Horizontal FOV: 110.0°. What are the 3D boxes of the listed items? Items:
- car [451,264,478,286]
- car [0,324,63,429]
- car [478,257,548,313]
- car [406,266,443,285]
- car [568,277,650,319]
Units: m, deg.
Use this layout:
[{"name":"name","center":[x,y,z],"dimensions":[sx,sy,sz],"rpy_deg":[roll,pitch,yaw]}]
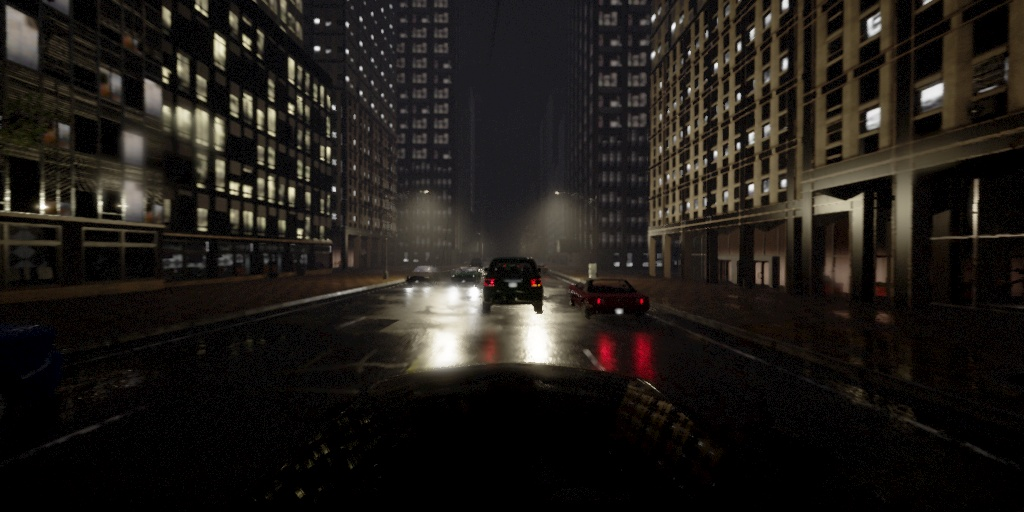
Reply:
[{"name":"car","center":[-3.454,1.513,27.640],"dimensions":[1.895,1.301,4.718],"rpy_deg":[0,0,0]},{"name":"car","center":[-6.566,1.217,2.300],"dimensions":[1.882,1.535,5.008],"rpy_deg":[0,0,1]},{"name":"car","center":[0.031,1.059,14.527],"dimensions":[2.150,2.045,5.566],"rpy_deg":[0,0,0]},{"name":"car","center":[-6.705,1.455,28.038],"dimensions":[2.033,1.411,5.357],"rpy_deg":[0,0,0]},{"name":"car","center":[3.299,1.436,13.255],"dimensions":[1.895,1.301,4.718],"rpy_deg":[0,0,0]}]
